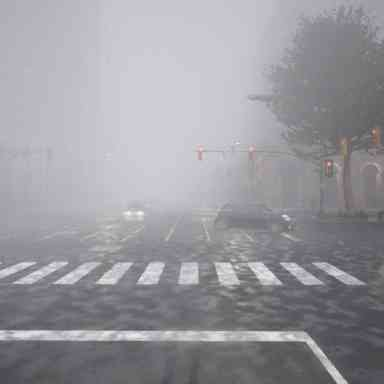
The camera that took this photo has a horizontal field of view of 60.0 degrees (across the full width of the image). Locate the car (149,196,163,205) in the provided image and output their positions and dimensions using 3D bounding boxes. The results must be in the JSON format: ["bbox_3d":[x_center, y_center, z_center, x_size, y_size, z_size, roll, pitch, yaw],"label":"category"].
[{"bbox_3d":[-6.785,1.477,58.332,1.882,1.535,5.008,0,0,1],"label":"car"}]

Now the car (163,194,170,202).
[{"bbox_3d":[-6.522,1.524,72.335,1.812,1.442,4.674,0,0,1],"label":"car"}]

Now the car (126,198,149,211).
[{"bbox_3d":[-6.882,1.601,41.425,1.895,1.301,4.718,0,0,0],"label":"car"}]

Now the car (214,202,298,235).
[{"bbox_3d":[3.602,1.352,18.893,4.553,1.767,2.097,0,0,27],"label":"car"}]

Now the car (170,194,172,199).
[{"bbox_3d":[-6.281,1.227,87.828,1.882,1.535,5.008,0,0,1],"label":"car"}]
